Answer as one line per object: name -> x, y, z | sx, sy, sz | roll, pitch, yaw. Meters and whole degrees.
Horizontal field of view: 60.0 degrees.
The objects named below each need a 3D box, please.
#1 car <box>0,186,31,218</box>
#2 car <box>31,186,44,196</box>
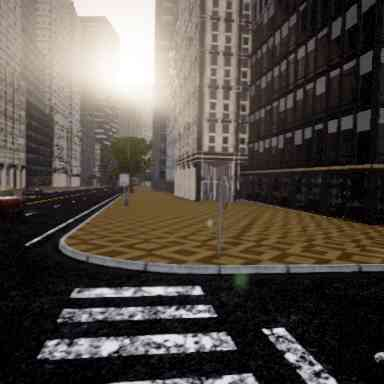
car -> -11.652, 0.517, 19.842 | 2.097, 1.767, 4.553 | 1, 1, -9
car -> -22.884, -0.129, 48.105 | 1.994, 1.385, 4.181 | 1, 1, -9
